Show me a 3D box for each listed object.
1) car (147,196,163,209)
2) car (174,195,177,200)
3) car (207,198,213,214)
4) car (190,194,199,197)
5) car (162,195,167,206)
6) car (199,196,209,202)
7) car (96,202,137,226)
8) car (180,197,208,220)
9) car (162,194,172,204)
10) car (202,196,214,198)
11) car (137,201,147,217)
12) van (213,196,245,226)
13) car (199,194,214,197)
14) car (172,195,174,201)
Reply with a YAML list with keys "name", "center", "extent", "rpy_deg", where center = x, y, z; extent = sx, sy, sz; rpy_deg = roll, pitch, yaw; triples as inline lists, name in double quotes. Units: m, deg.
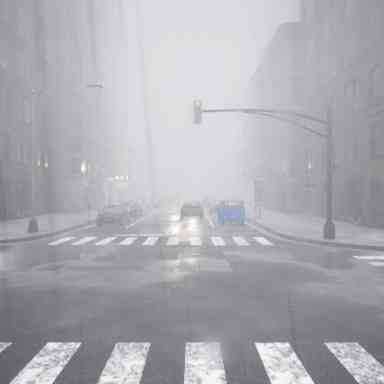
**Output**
- name: "car"
  center: [-5.380, 1.519, 45.724]
  extent: [1.752, 1.417, 4.829]
  rpy_deg: [0, 0, 0]
- name: "car"
  center: [-5.374, 1.409, 79.985]
  extent: [1.967, 1.590, 4.097]
  rpy_deg: [0, 0, 0]
- name: "car"
  center: [2.643, 1.580, 34.536]
  extent: [1.802, 1.307, 4.206]
  rpy_deg: [0, 0, 0]
- name: "car"
  center: [0.115, 1.509, 59.891]
  extent: [1.812, 1.442, 4.674]
  rpy_deg: [0, 0, 0]
- name: "car"
  center: [-5.379, 1.556, 51.576]
  extent: [1.947, 1.339, 4.313]
  rpy_deg: [0, 0, 0]
- name: "car"
  center: [2.650, 1.524, 74.305]
  extent: [2.008, 1.369, 4.403]
  rpy_deg: [0, 0, 0]
- name: "car"
  center: [-5.384, 1.549, 23.166]
  extent: [2.008, 1.369, 4.403]
  rpy_deg: [0, 0, 0]
- name: "car"
  center: [0.010, 1.490, 28.520]
  extent: [2.128, 1.511, 4.902]
  rpy_deg: [0, 0, 1]
- name: "car"
  center: [-5.377, 1.547, 62.939]
  extent: [1.947, 1.339, 4.313]
  rpy_deg: [0, 0, 0]
- name: "car"
  center: [2.645, 1.576, 45.899]
  extent: [1.802, 1.307, 4.206]
  rpy_deg: [0, 0, 0]
- name: "car"
  center: [-5.383, 1.543, 28.848]
  extent: [1.887, 1.381, 4.507]
  rpy_deg: [0, 0, 0]
- name: "van"
  center: [2.641, 1.340, 23.174]
  extent: [1.690, 1.788, 3.998]
  rpy_deg: [0, 0, 0]
- name: "car"
  center: [2.646, 1.305, 51.580]
  extent: [2.192, 1.841, 5.009]
  rpy_deg: [0, 0, 0]
- name: "car"
  center: [-5.376, 1.292, 68.621]
  extent: [2.192, 1.841, 5.009]
  rpy_deg: [0, 0, 0]
